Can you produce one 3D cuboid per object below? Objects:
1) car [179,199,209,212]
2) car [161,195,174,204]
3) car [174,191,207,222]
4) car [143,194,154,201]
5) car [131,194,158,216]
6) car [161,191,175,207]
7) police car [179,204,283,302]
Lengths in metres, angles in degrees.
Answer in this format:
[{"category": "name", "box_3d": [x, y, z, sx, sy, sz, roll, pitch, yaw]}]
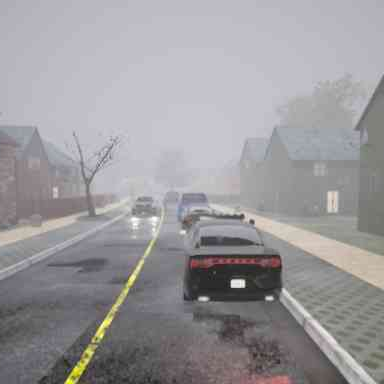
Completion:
[{"category": "car", "box_3d": [0.353, 1.348, 18.199, 1.812, 1.442, 4.674, 0, 0, -3]}, {"category": "car", "box_3d": [-4.202, 1.209, 56.053, 1.895, 1.301, 4.718, 0, 0, -9]}, {"category": "car", "box_3d": [0.002, 1.000, 24.256, 2.150, 2.045, 5.566, 0, 0, -4]}, {"category": "car", "box_3d": [-9.154, 1.146, 69.059, 2.033, 1.411, 5.357, -1, 0, -10]}, {"category": "car", "box_3d": [-4.071, 1.107, 29.030, 2.097, 1.767, 4.553, 0, 0, -5]}, {"category": "car", "box_3d": [-2.660, 0.874, 44.348, 2.150, 2.045, 5.566, 0, 0, -7]}, {"category": "police car", "box_3d": [0.721, 1.335, 8.250, 1.930, 1.638, 5.238, 0, 1, -1]}]
